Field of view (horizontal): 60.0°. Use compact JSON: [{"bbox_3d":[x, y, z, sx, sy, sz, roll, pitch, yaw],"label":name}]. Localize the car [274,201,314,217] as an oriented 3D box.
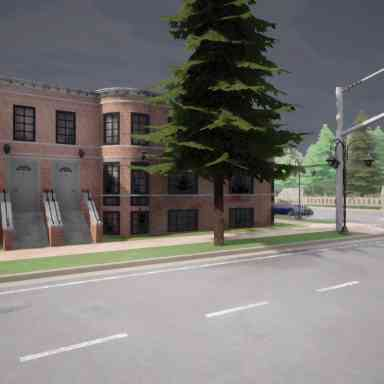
[{"bbox_3d":[9.111,1.564,30.768,1.994,1.385,4.181,0,0,-30],"label":"car"}]
